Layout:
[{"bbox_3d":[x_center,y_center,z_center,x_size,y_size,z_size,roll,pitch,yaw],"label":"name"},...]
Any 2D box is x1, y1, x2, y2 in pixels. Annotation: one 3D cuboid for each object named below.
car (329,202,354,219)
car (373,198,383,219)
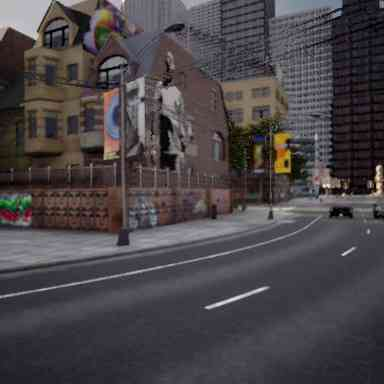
[{"bbox_3d":[13.208,1.590,29.308,1.895,1.301,4.718,-1,0,26],"label":"car"},{"bbox_3d":[16.381,1.310,27.833,2.097,1.767,4.553,-1,0,26],"label":"car"}]
